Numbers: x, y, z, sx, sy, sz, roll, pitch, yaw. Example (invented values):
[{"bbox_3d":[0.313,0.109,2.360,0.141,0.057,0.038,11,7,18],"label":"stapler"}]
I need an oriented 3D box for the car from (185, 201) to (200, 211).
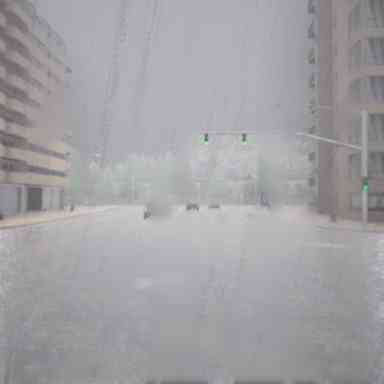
[{"bbox_3d":[0.080,2.078,49.824,1.837,1.490,4.892,0,-1,0],"label":"car"}]

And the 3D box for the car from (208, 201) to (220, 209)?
[{"bbox_3d":[3.732,2.193,56.101,2.033,1.411,5.357,0,-1,4],"label":"car"}]

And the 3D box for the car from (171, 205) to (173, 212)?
[{"bbox_3d":[-3.597,2.004,43.386,1.837,1.490,4.892,0,-1,0],"label":"car"}]

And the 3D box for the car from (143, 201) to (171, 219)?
[{"bbox_3d":[-3.606,1.739,33.606,2.097,1.767,4.553,0,-1,0],"label":"car"}]
